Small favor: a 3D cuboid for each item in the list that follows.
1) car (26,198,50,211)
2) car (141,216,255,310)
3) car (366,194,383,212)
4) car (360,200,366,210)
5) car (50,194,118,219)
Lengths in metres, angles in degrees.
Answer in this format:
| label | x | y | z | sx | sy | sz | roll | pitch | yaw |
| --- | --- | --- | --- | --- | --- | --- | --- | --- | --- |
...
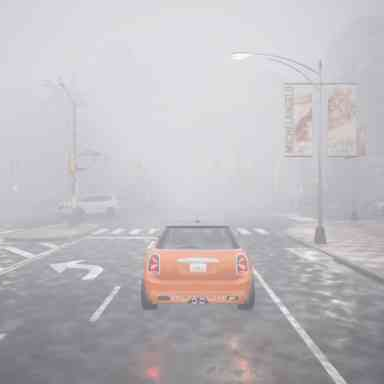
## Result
| label | x | y | z | sx | sy | sz | roll | pitch | yaw |
| --- | --- | --- | --- | --- | --- | --- | --- | --- | --- |
| car | -17.440 | 1.505 | 40.191 | 4.892 | 1.490 | 1.837 | 0 | 0 | 1 |
| car | 0.112 | 1.352 | 7.994 | 2.097 | 1.767 | 4.553 | 0 | 0 | 0 |
| car | 22.079 | 1.352 | 36.276 | 4.553 | 1.767 | 2.097 | 0 | 0 | 1 |
| car | 23.206 | 1.221 | 39.772 | 5.566 | 2.045 | 2.150 | 0 | 0 | 1 |
| car | -9.023 | 1.221 | 29.049 | 2.150 | 2.045 | 5.566 | -1 | 0 | 36 |
